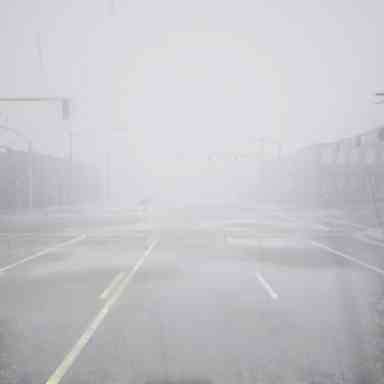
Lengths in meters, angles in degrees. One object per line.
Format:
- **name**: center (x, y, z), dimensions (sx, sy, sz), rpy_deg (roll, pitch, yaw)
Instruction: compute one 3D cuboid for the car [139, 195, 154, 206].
- **car**: center (-6.989, 1.326, 51.642), dimensions (1.837, 1.490, 4.892), rpy_deg (0, 1, 0)
